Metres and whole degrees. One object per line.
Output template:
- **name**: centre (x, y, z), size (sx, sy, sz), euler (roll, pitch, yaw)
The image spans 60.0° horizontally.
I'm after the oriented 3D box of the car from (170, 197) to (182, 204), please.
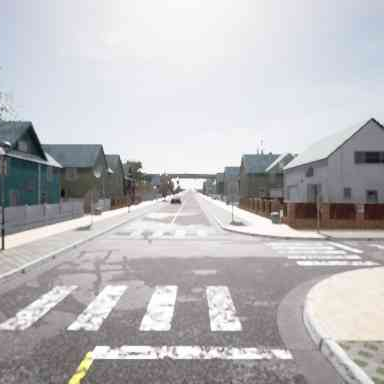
- **car**: centre (-2.889, 1.505, 60.364), size (1.895, 1.301, 4.718), euler (0, 0, 0)
